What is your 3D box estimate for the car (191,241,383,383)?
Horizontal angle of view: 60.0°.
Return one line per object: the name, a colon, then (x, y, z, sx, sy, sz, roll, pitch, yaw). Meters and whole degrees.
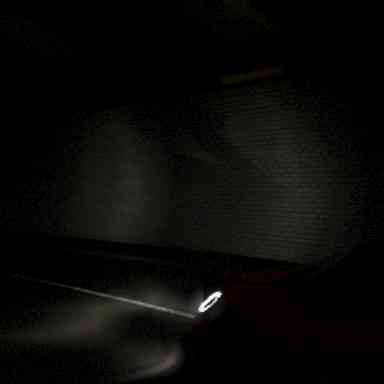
car: (2.199, 1.339, 3.614, 4.553, 1.767, 2.097, 0, 0, 35)
